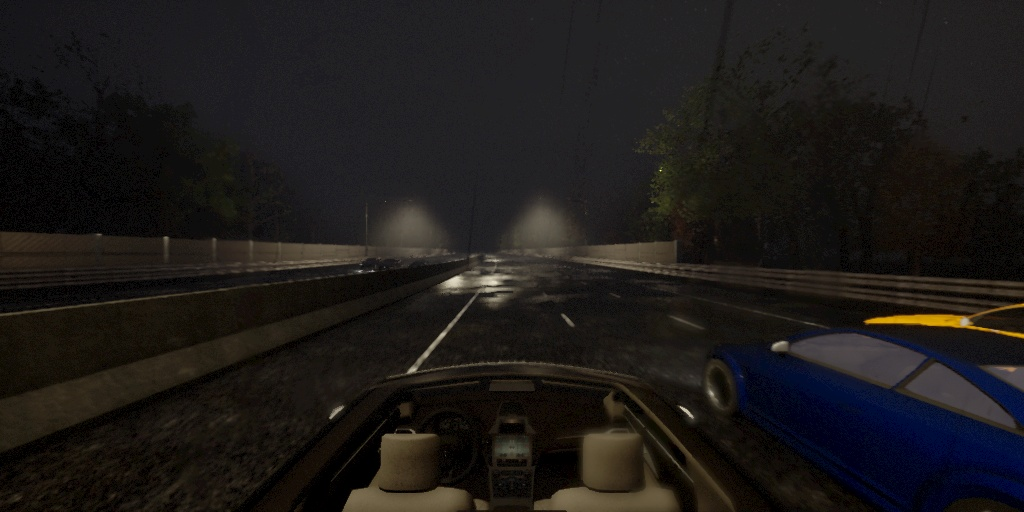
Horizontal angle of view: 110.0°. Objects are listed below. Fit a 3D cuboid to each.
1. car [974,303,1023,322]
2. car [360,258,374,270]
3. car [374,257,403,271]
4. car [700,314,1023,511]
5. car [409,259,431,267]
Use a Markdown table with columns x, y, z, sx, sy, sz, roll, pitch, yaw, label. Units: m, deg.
| x | y | z | sx | sy | sz | roll | pitch | yaw | label |
| --- | --- | --- | --- | --- | --- | --- | --- | --- | --- |
| 7.095 | 1.222 | 4.235 | 1.882 | 1.535 | 5.008 | 0 | 0 | 0 | car |
| -18.100 | 0.962 | 46.673 | 1.837 | 1.490 | 4.892 | 0 | 1 | -1 | car |
| -14.530 | 1.005 | 43.164 | 1.837 | 1.490 | 4.892 | 0 | 1 | -1 | car |
| 3.595 | 1.312 | 3.278 | 1.994 | 1.385 | 4.181 | 0 | 0 | 0 | car |
| -11.036 | 1.056 | 43.515 | 1.994 | 1.385 | 4.181 | 0 | 1 | -1 | car |
